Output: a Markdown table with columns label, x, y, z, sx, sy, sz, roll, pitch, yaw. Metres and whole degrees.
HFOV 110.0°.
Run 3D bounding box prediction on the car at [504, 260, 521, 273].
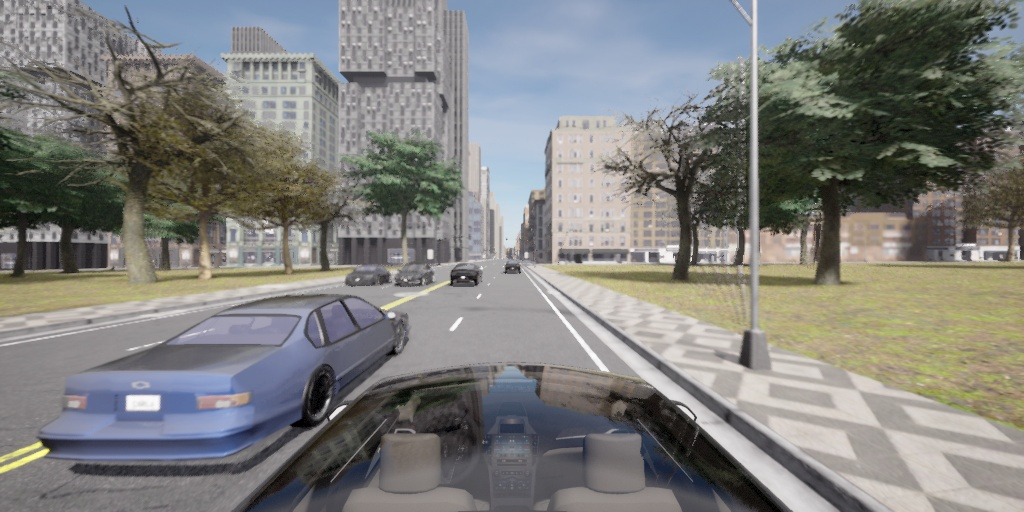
| label | x | y | z | sx | sy | sz | roll | pitch | yaw |
| --- | --- | --- | --- | --- | --- | --- | --- | --- | --- |
| car | 0.090 | 1.244 | 43.798 | 1.882 | 1.535 | 5.008 | 0 | 0 | 0 |

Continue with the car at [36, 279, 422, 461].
| label | x | y | z | sx | sy | sz | roll | pitch | yaw |
| --- | --- | --- | --- | --- | --- | --- | --- | --- | --- |
| car | -3.150 | 1.297 | 5.571 | 2.033 | 1.411 | 5.357 | 0 | 0 | 0 |

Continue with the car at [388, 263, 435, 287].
| label | x | y | z | sx | sy | sz | roll | pitch | yaw |
| --- | --- | --- | --- | --- | --- | --- | --- | --- | --- |
| car | -6.580 | 1.258 | 24.642 | 1.837 | 1.490 | 4.892 | 0 | 0 | 0 |

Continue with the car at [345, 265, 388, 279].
| label | x | y | z | sx | sy | sz | roll | pitch | yaw |
| --- | --- | --- | --- | --- | --- | --- | --- | --- | --- |
| car | -9.829 | 1.316 | 24.819 | 1.994 | 1.385 | 4.181 | 0 | 0 | 0 |

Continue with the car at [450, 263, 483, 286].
| label | x | y | z | sx | sy | sz | roll | pitch | yaw |
| --- | --- | --- | --- | --- | --- | --- | --- | --- | --- |
| car | -3.156 | 1.230 | 25.541 | 1.882 | 1.535 | 5.008 | 0 | 0 | 0 |
